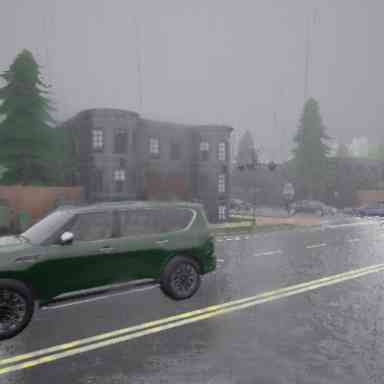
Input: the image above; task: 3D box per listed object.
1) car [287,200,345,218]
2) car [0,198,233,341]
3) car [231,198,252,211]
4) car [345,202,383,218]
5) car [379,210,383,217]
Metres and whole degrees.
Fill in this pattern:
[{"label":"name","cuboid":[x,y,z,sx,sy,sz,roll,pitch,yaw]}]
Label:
[{"label":"car","cuboid":[11.208,1.515,31.223,2.128,1.511,4.902,0,0,-33]},{"label":"car","cuboid":[-2.021,1.225,6.848,5.566,2.045,2.150,0,0,-35]},{"label":"car","cuboid":[5.173,1.525,40.467,1.837,1.490,4.892,0,0,-34]},{"label":"car","cuboid":[16.374,1.606,29.452,5.357,1.411,2.033,1,1,29]},{"label":"car","cuboid":[11.541,1.645,16.490,4.718,1.301,1.895,0,0,-35]}]
